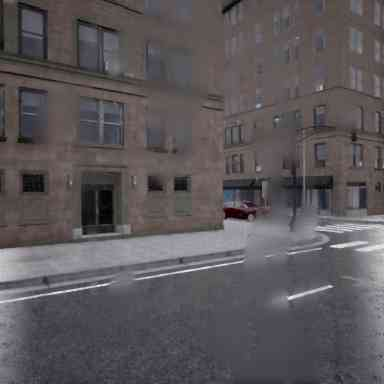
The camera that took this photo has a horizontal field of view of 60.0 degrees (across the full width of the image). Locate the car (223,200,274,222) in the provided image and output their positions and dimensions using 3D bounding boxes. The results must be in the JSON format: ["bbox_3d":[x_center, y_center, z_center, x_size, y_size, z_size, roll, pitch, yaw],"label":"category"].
[{"bbox_3d":[4.023,1.411,25.566,1.882,1.535,5.008,-1,1,-35],"label":"car"}]
